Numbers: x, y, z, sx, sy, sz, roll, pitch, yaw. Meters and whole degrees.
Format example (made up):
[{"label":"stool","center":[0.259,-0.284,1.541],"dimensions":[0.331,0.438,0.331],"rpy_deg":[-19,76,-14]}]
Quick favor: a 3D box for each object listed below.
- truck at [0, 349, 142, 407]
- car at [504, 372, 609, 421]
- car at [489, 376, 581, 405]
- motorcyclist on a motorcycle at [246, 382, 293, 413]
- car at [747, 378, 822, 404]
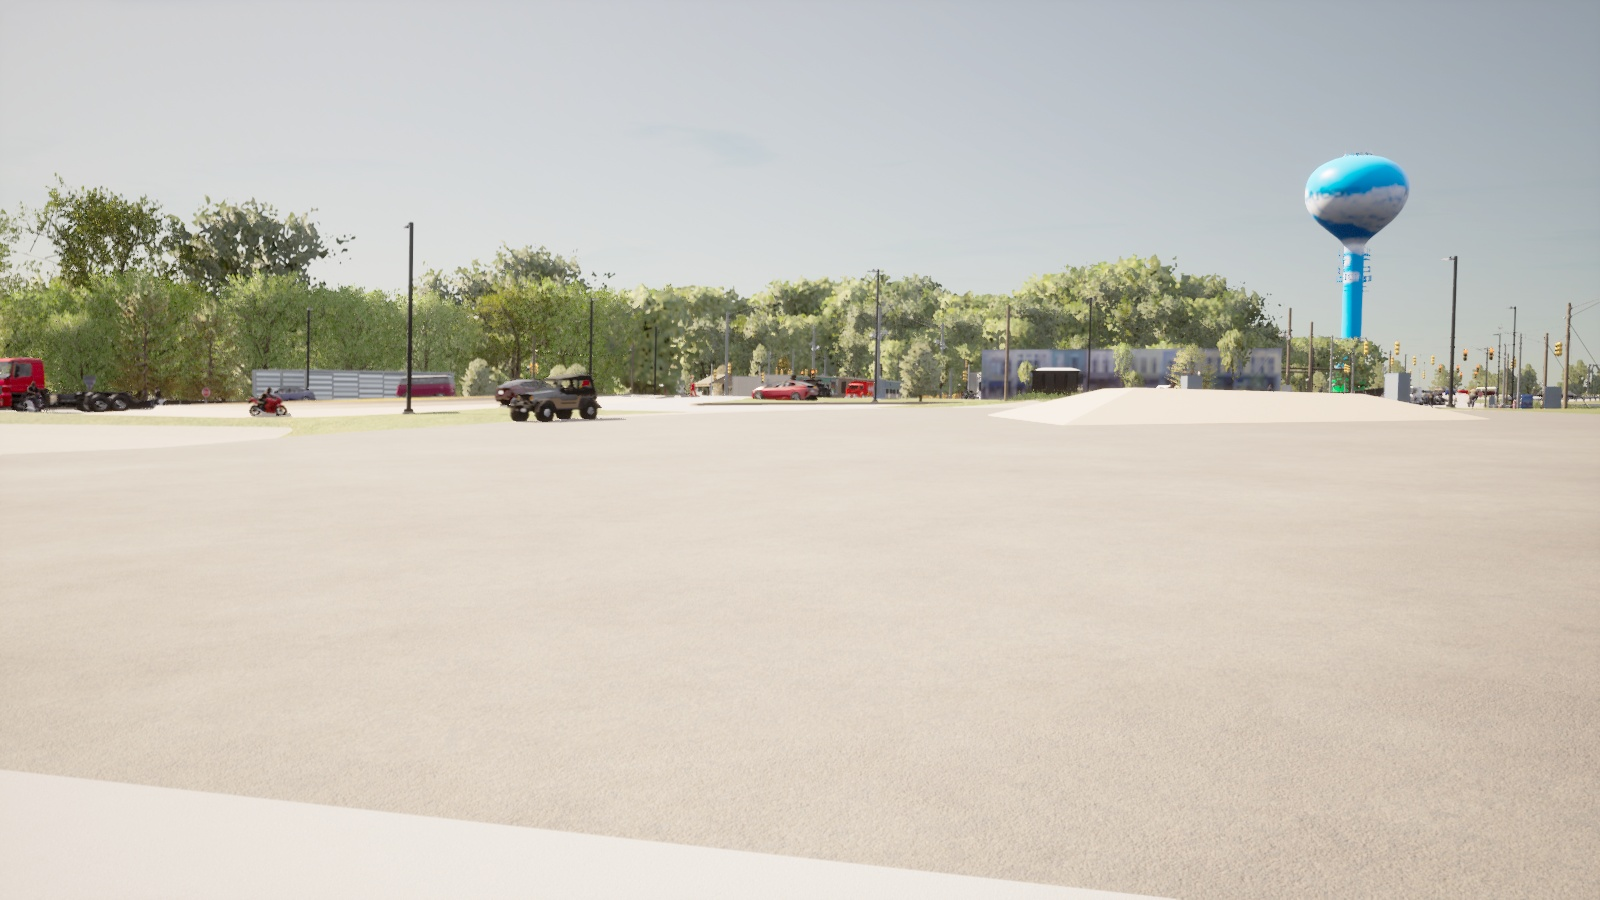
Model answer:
[{"label":"truck","center":[-46.643,-4.500,79.969],"dimensions":[2.891,3.462,7.936],"rpy_deg":[3,3,40]},{"label":"car","center":[-9.965,-2.223,51.565],"dimensions":[1.905,1.878,3.866],"rpy_deg":[2,4,39]},{"label":"car","center":[-15.072,-3.422,71.669],"dimensions":[2.163,1.488,4.792],"rpy_deg":[5,7,40]},{"label":"motorcyclist on a motorcycle","center":[-27.629,-2.723,65.396],"dimensions":[2.044,1.523,0.797],"rpy_deg":[1,6,2]},{"label":"car","center":[-1.012,-3.892,82.672],"dimensions":[4.514,1.525,2.007],"rpy_deg":[3,2,31]}]
